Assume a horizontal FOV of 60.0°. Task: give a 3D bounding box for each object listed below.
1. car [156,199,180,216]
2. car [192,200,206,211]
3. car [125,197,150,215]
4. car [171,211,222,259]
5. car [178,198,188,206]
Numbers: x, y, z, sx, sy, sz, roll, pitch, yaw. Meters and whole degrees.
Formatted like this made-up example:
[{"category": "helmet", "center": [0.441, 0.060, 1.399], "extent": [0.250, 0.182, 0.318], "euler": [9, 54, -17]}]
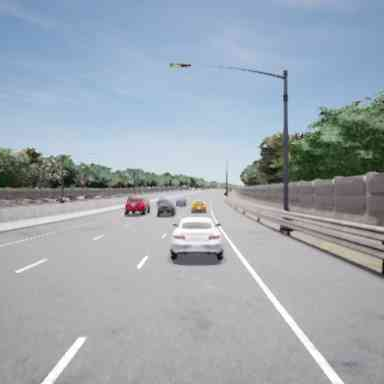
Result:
[{"category": "car", "center": [-2.776, 1.864, 37.609], "extent": [1.837, 1.490, 4.892], "euler": [0, 0, 2]}, {"category": "car", "center": [0.962, 1.816, 44.440], "extent": [1.882, 1.535, 5.008], "euler": [0, 0, 2]}, {"category": "car", "center": [-6.250, 1.580, 38.644], "extent": [2.150, 2.045, 5.566], "euler": [0, 0, 2]}, {"category": "car", "center": [0.189, 1.702, 13.333], "extent": [1.812, 1.442, 4.674], "euler": [0, -1, 1]}, {"category": "car", "center": [-1.854, 1.791, 60.296], "extent": [2.033, 1.411, 5.357], "euler": [0, 0, 5]}]
